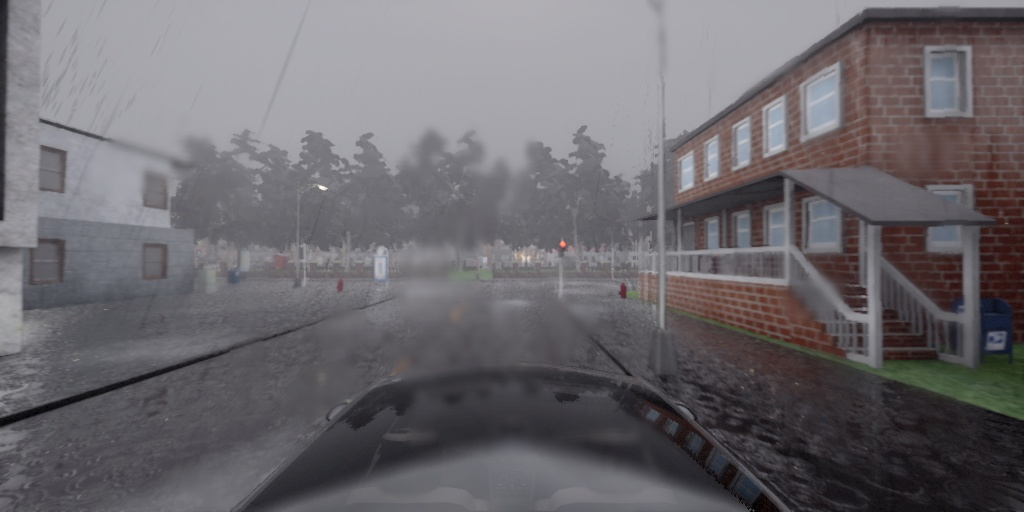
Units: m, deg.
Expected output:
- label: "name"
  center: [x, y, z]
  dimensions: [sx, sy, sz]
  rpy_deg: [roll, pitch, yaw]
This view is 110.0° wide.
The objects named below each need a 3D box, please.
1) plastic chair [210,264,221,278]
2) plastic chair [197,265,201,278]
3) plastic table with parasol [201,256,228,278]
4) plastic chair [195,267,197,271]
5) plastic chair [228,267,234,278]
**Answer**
- label: "plastic chair"
  center: [-38.290, 1.892, 46.476]
  dimensions: [0.750, 1.272, 0.730]
  rpy_deg: [0, 0, -35]
- label: "plastic chair"
  center: [-40.223, 1.882, 46.704]
  dimensions: [0.730, 1.272, 0.750]
  rpy_deg: [0, 0, -40]
- label: "plastic table with parasol"
  center: [-39.192, 1.293, 47.449]
  dimensions: [2.482, 2.480, 2.482]
  rpy_deg: [0, 0, -40]
- label: "plastic chair"
  center: [-42.769, 1.909, 49.100]
  dimensions: [0.750, 1.272, 0.730]
  rpy_deg: [0, 0, -34]
- label: "plastic chair"
  center: [-38.194, 1.905, 48.183]
  dimensions: [0.730, 1.272, 0.750]
  rpy_deg: [0, 0, -40]
